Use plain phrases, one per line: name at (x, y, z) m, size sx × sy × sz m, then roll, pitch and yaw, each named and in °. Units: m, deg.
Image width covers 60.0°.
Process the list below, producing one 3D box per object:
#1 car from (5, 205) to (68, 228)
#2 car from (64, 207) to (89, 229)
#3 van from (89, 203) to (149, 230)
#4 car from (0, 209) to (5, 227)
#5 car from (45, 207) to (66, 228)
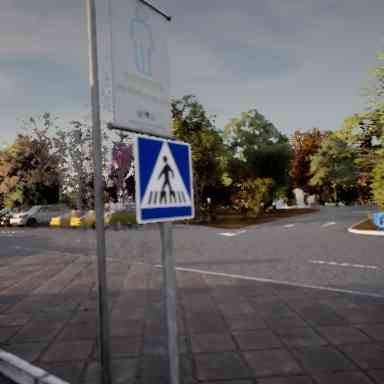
car at (-14.558, 2.311, 32.487) m, size 2.435 × 2.045 × 5.566 m, roll -3°, pitch -2°, yaw 35°
car at (-7.559, 2.206, 27.869) m, size 1.946 × 1.575 × 5.366 m, roll -3°, pitch -2°, yaw 35°
van at (-5.447, 1.877, 26.031) m, size 1.878 × 1.987 × 4.442 m, roll -3°, pitch -2°, yaw 35°
car at (-16.832, 2.700, 34.082) m, size 2.231 × 1.521 × 4.892 m, roll -3°, pitch -2°, yaw 35°
car at (-9.741, 2.312, 29.390) m, size 1.946 × 1.575 × 5.366 m, roll -3°, pitch -2°, yaw 35°
